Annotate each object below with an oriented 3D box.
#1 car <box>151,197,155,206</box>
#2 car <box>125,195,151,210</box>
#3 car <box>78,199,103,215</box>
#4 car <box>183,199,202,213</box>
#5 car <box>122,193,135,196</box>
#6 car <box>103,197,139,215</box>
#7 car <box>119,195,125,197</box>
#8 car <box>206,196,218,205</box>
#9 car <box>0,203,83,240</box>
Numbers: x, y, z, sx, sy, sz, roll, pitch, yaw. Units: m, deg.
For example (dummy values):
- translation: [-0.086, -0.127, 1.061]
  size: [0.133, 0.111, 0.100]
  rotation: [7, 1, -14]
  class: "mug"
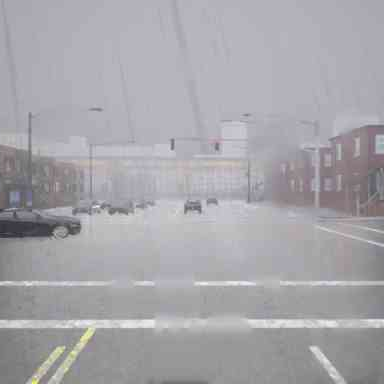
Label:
- translation: [-7.093, 1.505, 54.151]
  size: [1.837, 1.490, 4.892]
  rotation: [0, 0, 0]
  class: "car"
- translation: [-7.098, 1.491, 44.060]
  size: [2.128, 1.511, 4.902]
  rotation: [0, 0, 0]
  class: "car"
- translation: [-10.599, 1.505, 33.740]
  size: [1.837, 1.490, 4.892]
  rotation: [0, 0, 0]
  class: "car"
- translation: [0.088, 1.491, 37.510]
  size: [2.128, 1.511, 4.902]
  rotation: [0, 0, 0]
  class: "car"
- translation: [-10.602, 1.221, 54.776]
  size: [2.150, 2.045, 5.566]
  rotation: [0, 0, -1]
  class: "car"
- translation: [-7.103, 1.547, 34.079]
  size: [2.033, 1.411, 5.357]
  rotation: [0, 0, 0]
  class: "car"
- translation: [-10.604, 1.547, 44.119]
  size: [2.033, 1.411, 5.357]
  rotation: [0, 0, 0]
  class: "car"
- translation: [3.480, 1.505, 58.473]
  size: [1.837, 1.490, 4.892]
  rotation: [0, 0, 0]
  class: "car"
- translation: [-7.951, 1.477, 15.857]
  size: [5.008, 1.535, 1.882]
  rotation: [0, 0, -18]
  class: "car"
